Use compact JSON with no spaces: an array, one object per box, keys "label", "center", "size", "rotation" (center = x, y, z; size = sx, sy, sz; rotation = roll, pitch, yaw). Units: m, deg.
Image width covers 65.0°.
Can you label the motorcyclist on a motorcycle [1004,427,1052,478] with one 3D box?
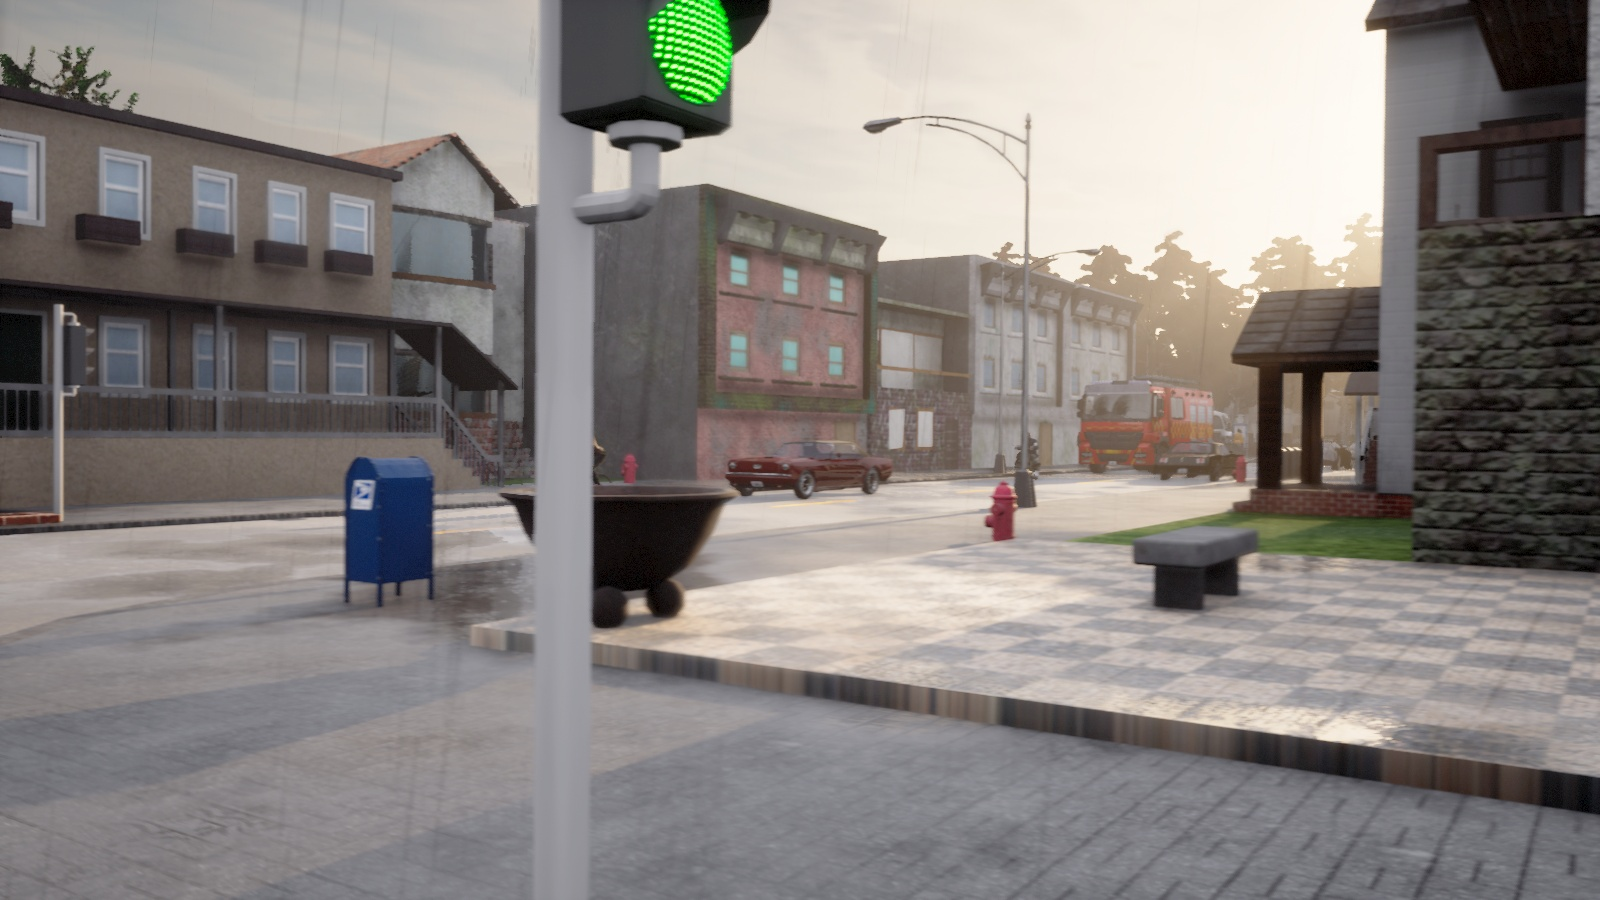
[{"label":"motorcyclist on a motorcycle","center":[7.297,0.066,40.162],"size":[0.866,1.590,1.817],"rotation":[0,1,34]}]

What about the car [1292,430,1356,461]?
[{"label":"car","center":[24.659,-0.237,59.058],"size":[1.994,1.385,4.181],"rotation":[0,1,34]}]

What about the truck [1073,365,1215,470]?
[{"label":"truck","center":[13.861,-1.247,50.036],"size":[2.891,3.827,8.468],"rotation":[0,1,34]}]

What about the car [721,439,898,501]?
[{"label":"car","center":[0.326,0.419,29.673],"size":[1.895,1.301,4.718],"rotation":[0,1,34]}]

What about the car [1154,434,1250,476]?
[{"label":"car","center":[13.674,0.124,42.531],"size":[1.895,1.301,4.718],"rotation":[0,1,34]}]

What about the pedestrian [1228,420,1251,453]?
[{"label":"pedestrian","center":[25.469,-0.789,72.830],"size":[0.900,1.855,0.874],"rotation":[-1,1,-22]}]
